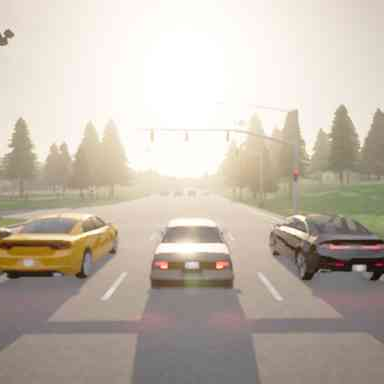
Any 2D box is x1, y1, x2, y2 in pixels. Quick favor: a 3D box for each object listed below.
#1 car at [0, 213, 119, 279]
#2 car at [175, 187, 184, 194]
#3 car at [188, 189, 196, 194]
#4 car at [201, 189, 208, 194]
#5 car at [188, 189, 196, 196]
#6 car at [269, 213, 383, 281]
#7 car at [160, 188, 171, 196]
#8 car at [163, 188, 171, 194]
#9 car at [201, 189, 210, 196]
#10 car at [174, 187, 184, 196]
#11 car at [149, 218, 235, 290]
[{"bbox_3d":[-3.487,1.327,9.619,1.882,1.535,5.008,0,1,1],"label":"car"},{"bbox_3d":[-3.497,-0.393,93.985,2.150,2.045,5.566,0,1,0],"label":"car"},{"bbox_3d":[0.003,-0.065,93.960,1.994,1.385,4.181,0,1,0],"label":"car"},{"bbox_3d":[3.503,-0.093,93.959,1.812,1.442,4.674,0,1,0],"label":"car"},{"bbox_3d":[0.003,0.051,83.894,2.097,1.767,4.553,0,1,0],"label":"car"},{"bbox_3d":[3.512,1.345,9.386,2.128,1.511,4.902,0,1,0],"label":"car"},{"bbox_3d":[-6.997,0.202,83.543,1.837,1.490,4.892,0,1,0],"label":"car"},{"bbox_3d":[-6.997,-0.262,93.927,2.097,1.767,4.553,0,1,0],"label":"car"},{"bbox_3d":[3.503,0.221,83.960,1.812,1.442,4.674,0,1,0],"label":"car"},{"bbox_3d":[-3.497,0.180,83.543,1.882,1.535,5.008,0,1,0],"label":"car"},{"bbox_3d":[0.005,1.409,8.867,2.033,1.411,5.357,0,1,0],"label":"car"}]
